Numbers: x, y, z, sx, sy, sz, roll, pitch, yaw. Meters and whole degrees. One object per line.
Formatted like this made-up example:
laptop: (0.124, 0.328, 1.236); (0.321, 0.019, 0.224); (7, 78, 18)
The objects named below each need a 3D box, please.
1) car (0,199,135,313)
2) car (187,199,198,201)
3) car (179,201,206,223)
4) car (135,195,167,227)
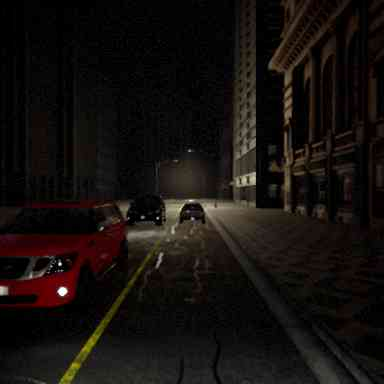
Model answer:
car: (-3.020, 1.220, 8.013); (2.150, 2.045, 5.566); (0, 0, 0)
car: (0.081, 1.589, 42.518); (1.895, 1.301, 4.718); (0, 0, 0)
car: (0.050, 1.589, 25.392); (1.895, 1.301, 4.718); (0, 0, 1)
car: (-3.021, 1.214, 23.319); (2.150, 2.045, 5.566); (0, 0, 0)
